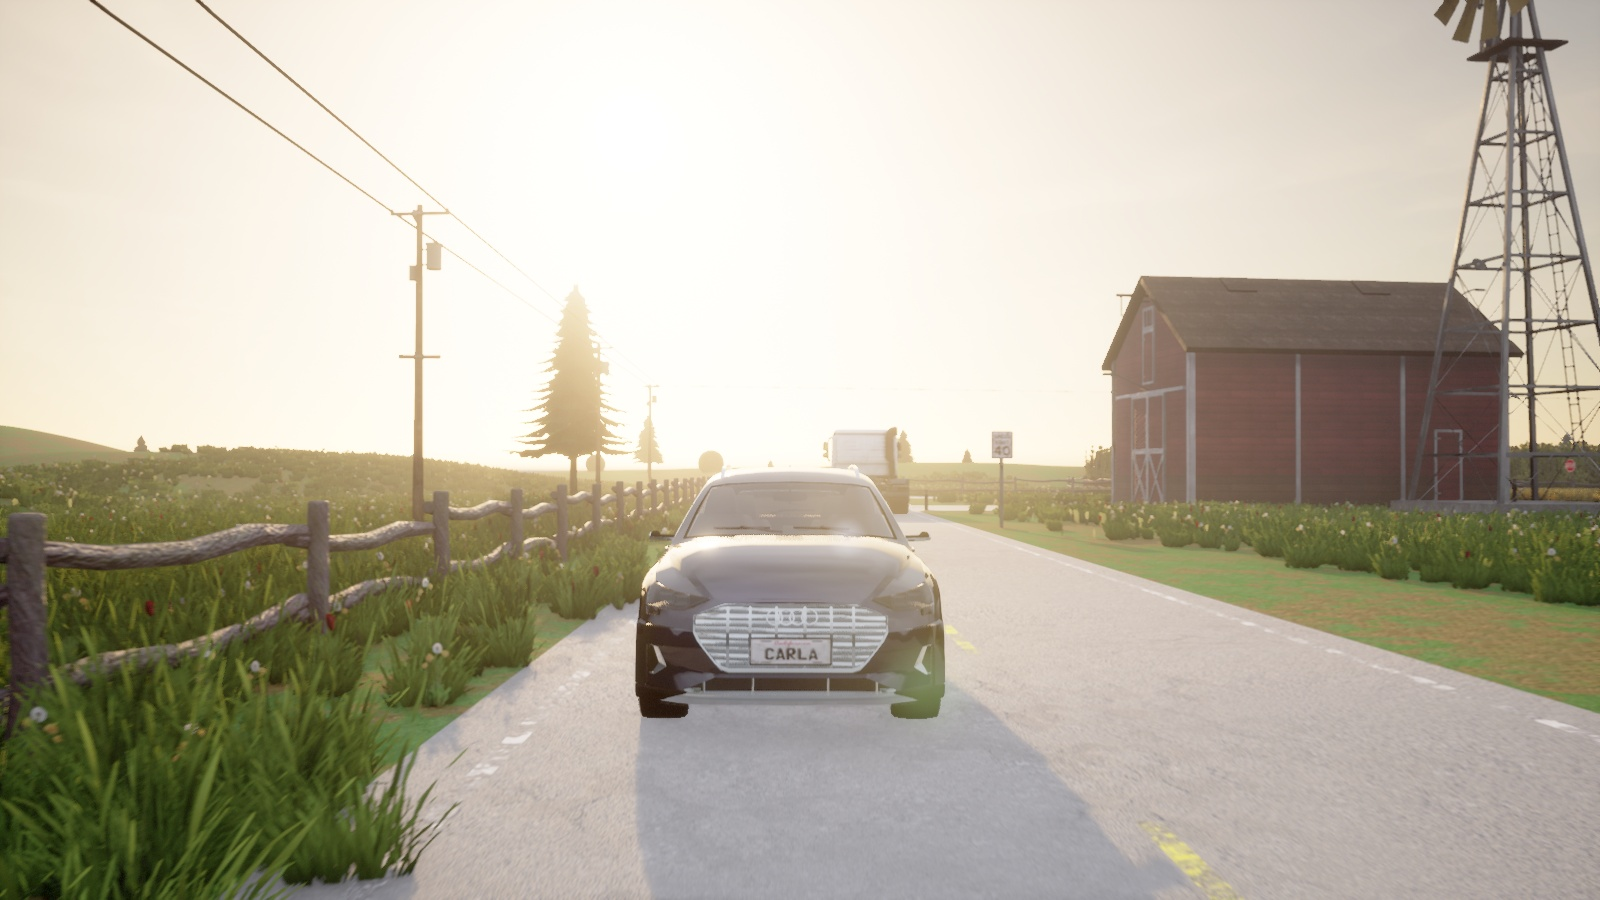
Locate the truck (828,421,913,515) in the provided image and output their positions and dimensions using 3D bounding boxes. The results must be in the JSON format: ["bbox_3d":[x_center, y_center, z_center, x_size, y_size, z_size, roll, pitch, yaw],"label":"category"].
[{"bbox_3d":[2.691,0.720,50.355,2.891,3.462,7.936,0,-1,-1],"label":"truck"}]

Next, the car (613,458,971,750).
[{"bbox_3d":[-0.072,0.917,9.571,2.033,1.649,4.856,0,-1,-1],"label":"car"}]
